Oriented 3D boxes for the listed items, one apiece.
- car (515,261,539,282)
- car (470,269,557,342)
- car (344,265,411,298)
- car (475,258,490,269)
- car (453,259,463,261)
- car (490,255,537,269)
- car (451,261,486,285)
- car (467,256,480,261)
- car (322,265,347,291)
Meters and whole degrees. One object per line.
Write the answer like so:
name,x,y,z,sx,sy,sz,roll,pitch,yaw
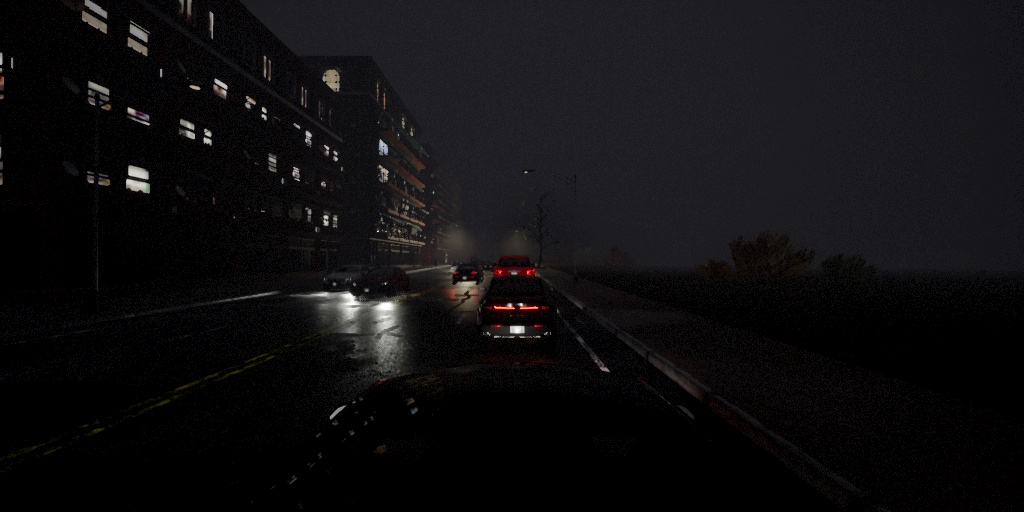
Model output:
car,1.164,1.209,30.503,1.801,1.575,5.366,0,0,0
car,0.109,1.256,9.748,1.837,1.490,4.892,0,0,0
car,-6.584,1.278,18.576,1.812,1.442,4.674,0,0,0
car,-3.111,1.300,44.571,2.033,1.411,5.357,0,0,0
car,-9.746,1.254,64.672,1.837,1.490,4.892,0,0,1
car,0.116,0.974,20.095,2.150,2.045,5.566,0,0,0
car,-3.127,1.279,26.008,1.812,1.442,4.674,0,0,0
car,-6.516,0.975,62.164,2.150,2.045,5.566,0,0,1
car,-9.832,1.278,22.203,1.812,1.442,4.674,0,0,0
